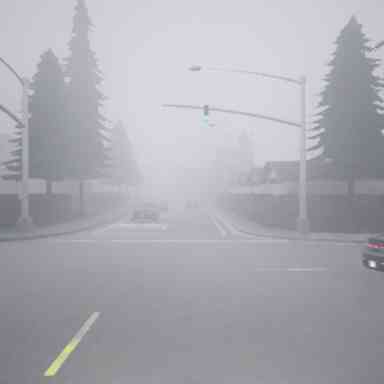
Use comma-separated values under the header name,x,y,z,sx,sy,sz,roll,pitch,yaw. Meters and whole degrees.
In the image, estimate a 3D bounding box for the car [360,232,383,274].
name,x,y,z,sx,sy,sz,roll,pitch,yaw
car,6.754,1.483,8.134,4.892,1.490,1.837,0,-3,-3

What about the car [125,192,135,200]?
name,x,y,z,sx,sy,sz,roll,pitch,yaw
car,-16.752,1.015,81.420,3.866,1.878,1.905,0,0,0

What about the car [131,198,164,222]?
name,x,y,z,sx,sy,sz,roll,pitch,yaw
car,-3.582,1.485,26.373,1.837,1.490,4.892,0,0,0

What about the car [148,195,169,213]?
name,x,y,z,sx,sy,sz,roll,pitch,yaw
car,-3.574,1.449,36.815,1.882,1.535,5.008,0,0,0

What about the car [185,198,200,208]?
name,x,y,z,sx,sy,sz,roll,pitch,yaw
car,0.058,1.525,48.350,1.994,1.385,4.181,0,0,-1
